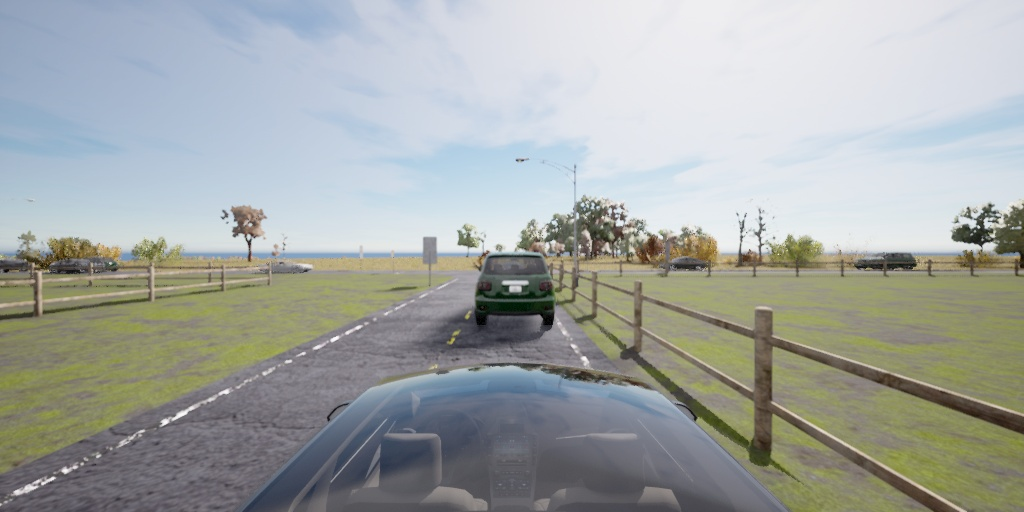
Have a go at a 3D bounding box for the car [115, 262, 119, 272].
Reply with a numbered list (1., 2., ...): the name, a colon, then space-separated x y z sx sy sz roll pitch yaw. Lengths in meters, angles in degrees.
1. car: -47.299 0.923 40.314 4.553 1.767 2.097 0 0 1

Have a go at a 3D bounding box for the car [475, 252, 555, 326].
1. car: 0.062 0.892 11.488 2.150 2.045 5.566 0 0 0

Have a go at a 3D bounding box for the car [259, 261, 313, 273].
1. car: -23.403 1.128 37.313 4.718 1.301 1.895 0 0 0

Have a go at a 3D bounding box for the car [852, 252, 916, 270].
1. car: 41.429 0.596 39.951 5.566 2.045 2.150 0 0 1

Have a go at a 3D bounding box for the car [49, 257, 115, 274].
1. car: -45.179 1.096 37.444 4.892 1.490 1.837 -1 0 1

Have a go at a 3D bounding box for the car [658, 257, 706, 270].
1. car: 18.954 0.902 40.083 4.892 1.490 1.837 0 0 0
